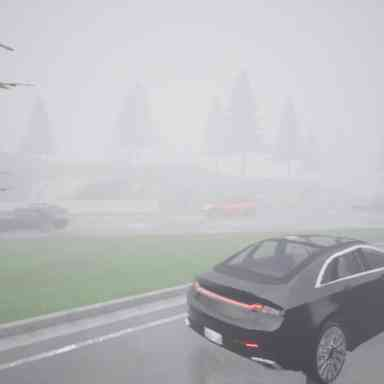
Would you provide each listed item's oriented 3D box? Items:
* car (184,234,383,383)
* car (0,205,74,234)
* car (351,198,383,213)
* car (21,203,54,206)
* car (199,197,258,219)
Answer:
[{"bbox_3d":[2.155,1.453,5.390,4.902,1.511,2.128,-1,0,-38],"label":"car"},{"bbox_3d":[-8.984,1.576,18.014,4.718,1.301,1.895,0,0,-9],"label":"car"},{"bbox_3d":[18.106,1.284,32.387,5.357,1.411,2.033,0,0,-24],"label":"car"},{"bbox_3d":[-10.353,1.459,21.397,4.902,1.511,2.128,0,0,-9],"label":"car"},{"bbox_3d":[2.914,1.210,27.015,4.553,1.767,2.097,0,0,-11],"label":"car"}]
